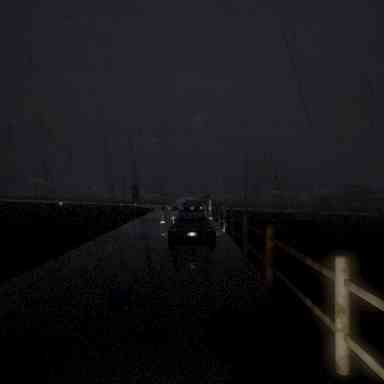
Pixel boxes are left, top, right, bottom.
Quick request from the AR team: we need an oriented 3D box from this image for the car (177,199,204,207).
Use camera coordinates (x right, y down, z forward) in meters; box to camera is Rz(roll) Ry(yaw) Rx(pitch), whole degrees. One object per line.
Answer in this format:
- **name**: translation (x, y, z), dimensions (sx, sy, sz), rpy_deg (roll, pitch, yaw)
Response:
- **car**: translation (0.000, 1.397, 29.622), dimensions (2.097, 1.767, 4.553), rpy_deg (0, 0, 0)

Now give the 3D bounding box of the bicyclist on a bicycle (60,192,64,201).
- **bicyclist on a bicycle**: translation (-22.619, 0.775, 57.735), dimensions (0.582, 1.620, 1.656), rpy_deg (2, 0, 0)

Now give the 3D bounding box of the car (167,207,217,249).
- **car**: translation (0.000, 1.576, 14.650), dimensions (1.994, 1.385, 4.181), rpy_deg (0, 0, 0)

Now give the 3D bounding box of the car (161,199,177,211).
- **car**: translation (-2.750, 1.630, 41.652), dimensions (1.812, 1.442, 4.674), rpy_deg (0, 0, 0)
